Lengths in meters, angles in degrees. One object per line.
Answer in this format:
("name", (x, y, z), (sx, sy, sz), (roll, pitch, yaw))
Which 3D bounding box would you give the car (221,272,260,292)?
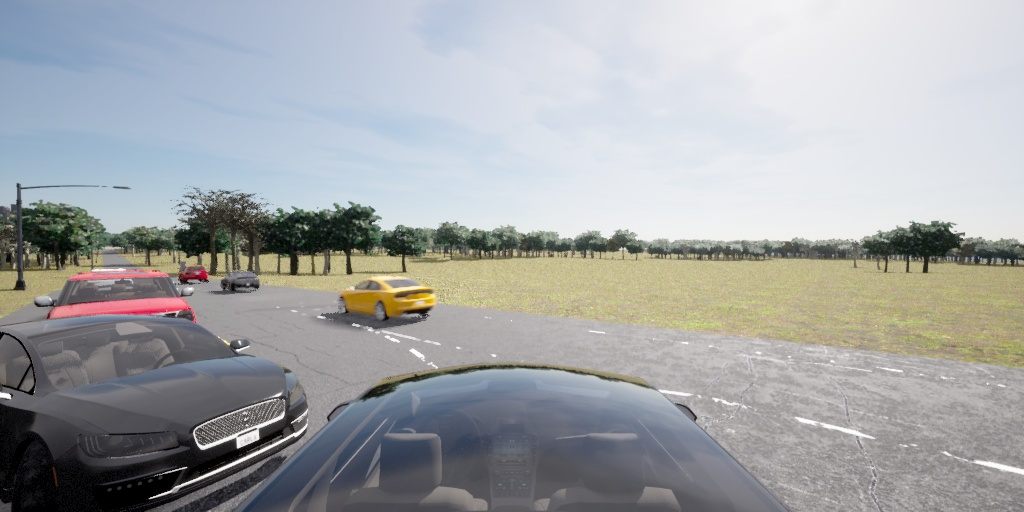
("car", (-21.926, 2.021, 28.900), (4.902, 1.511, 2.128), (-2, 0, 41))

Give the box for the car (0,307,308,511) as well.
("car", (-4.540, 1.445, 3.996), (4.892, 1.490, 1.837), (-3, -3, 21))

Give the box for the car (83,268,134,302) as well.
("car", (-27.923, 1.890, 24.855), (5.566, 2.045, 2.150), (-2, 0, 41))

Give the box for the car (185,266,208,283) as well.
("car", (-38.828, 2.227, 43.670), (5.566, 2.045, 2.150), (-2, 0, 41))

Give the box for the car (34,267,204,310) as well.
("car", (-9.426, 1.386, 8.668), (5.566, 2.045, 2.150), (-2, 0, 41))

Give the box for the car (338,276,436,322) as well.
("car", (-5.075, 1.555, 14.173), (5.008, 1.535, 1.882), (-2, 0, 41))
